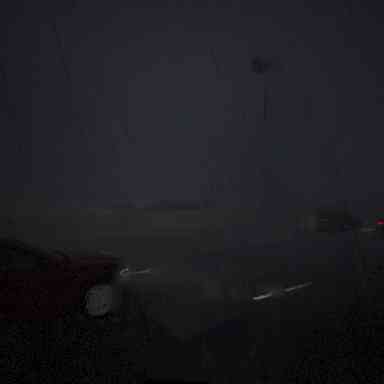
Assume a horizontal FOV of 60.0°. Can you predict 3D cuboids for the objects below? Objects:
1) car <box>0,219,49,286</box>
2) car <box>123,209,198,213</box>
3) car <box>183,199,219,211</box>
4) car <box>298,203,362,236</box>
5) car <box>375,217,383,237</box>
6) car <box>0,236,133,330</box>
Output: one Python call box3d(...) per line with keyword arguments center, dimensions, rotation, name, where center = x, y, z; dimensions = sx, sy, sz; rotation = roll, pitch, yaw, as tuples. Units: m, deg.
box3d(center=(-6.137, 1.526, 7.973), dimensions=(4.674, 1.442, 1.812), rotation=(0, 0, -36), name="car")
box3d(center=(-2.302, 1.477, 24.233), dimensions=(5.008, 1.535, 1.882), rotation=(0, 0, -39), name="car")
box3d(center=(1.172, 1.563, 40.981), dimensions=(4.181, 1.385, 1.994), rotation=(0, 0, -43), name="car")
box3d(center=(7.797, 1.563, 18.670), dimensions=(4.181, 1.385, 1.994), rotation=(0, 0, -40), name="car")
box3d(center=(11.251, 1.547, 16.946), dimensions=(5.357, 1.411, 2.033), rotation=(0, 0, -40), name="car")
box3d(center=(-3.445, 1.478, 5.601), dimensions=(5.008, 1.535, 1.882), rotation=(0, 0, -36), name="car")
